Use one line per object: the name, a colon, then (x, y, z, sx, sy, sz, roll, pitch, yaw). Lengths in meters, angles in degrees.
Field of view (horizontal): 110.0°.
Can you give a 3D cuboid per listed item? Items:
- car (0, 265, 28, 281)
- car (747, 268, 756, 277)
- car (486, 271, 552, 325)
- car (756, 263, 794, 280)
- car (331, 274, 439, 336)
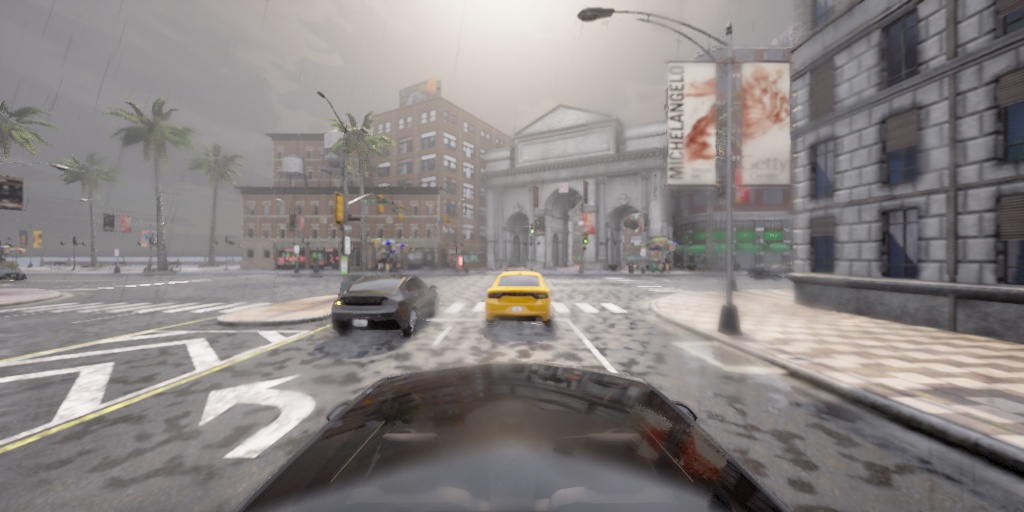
car: (-41.186, 1.364, 28.207, 4.181, 1.385, 1.994, 0, 0, 0)
car: (25.623, 1.419, 34.812, 4.718, 1.301, 1.895, 0, 0, 1)
car: (0.315, 1.248, 11.944, 1.882, 1.535, 5.008, 0, 0, 4)
car: (24.658, 1.315, 31.313, 4.892, 1.490, 1.837, 0, 0, 1)
car: (-3.423, 1.272, 10.488, 1.837, 1.490, 4.892, 0, 0, 0)
